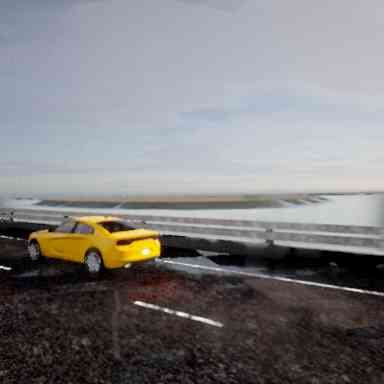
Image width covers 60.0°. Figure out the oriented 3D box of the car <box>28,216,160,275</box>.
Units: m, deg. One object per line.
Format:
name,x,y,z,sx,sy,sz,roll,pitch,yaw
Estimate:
car,-3.298,1.523,10.669,5.008,1.535,1.882,0,0,36
